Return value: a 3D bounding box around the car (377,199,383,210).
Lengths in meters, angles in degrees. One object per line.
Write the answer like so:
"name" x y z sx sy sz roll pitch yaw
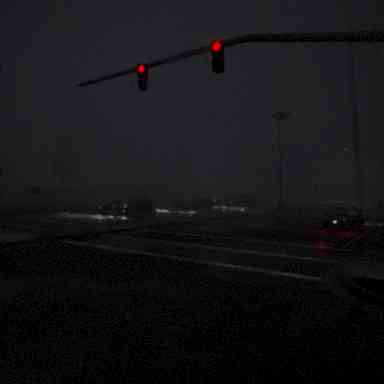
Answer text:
"car" 24.749 1.513 41.892 1.812 1.442 4.674 0 0 36

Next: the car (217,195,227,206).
"car" 5.401 1.276 52.968 2.097 1.767 4.553 0 0 36

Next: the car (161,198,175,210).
"car" -2.446 1.488 42.252 1.994 1.385 4.181 0 0 36

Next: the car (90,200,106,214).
"car" -8.289 1.449 34.234 1.812 1.442 4.674 0 0 36

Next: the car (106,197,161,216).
"car" -5.558 1.286 32.049 2.097 1.767 4.553 0 0 36

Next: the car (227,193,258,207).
"car" 8.128 1.157 50.775 2.150 2.045 5.566 0 0 37

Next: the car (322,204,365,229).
"car" 9.774 1.513 21.412 1.812 1.442 4.674 0 0 37

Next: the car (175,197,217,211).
"car" 0.594 1.411 40.481 1.882 1.535 5.008 0 0 36
